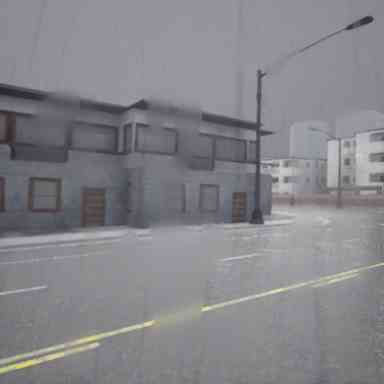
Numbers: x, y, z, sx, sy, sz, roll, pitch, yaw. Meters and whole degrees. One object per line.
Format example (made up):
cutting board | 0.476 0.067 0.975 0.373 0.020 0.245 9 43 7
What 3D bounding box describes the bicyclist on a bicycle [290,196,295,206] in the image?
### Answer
bicyclist on a bicycle | 15.880 1.450 52.656 0.582 1.620 1.656 2 0 44
